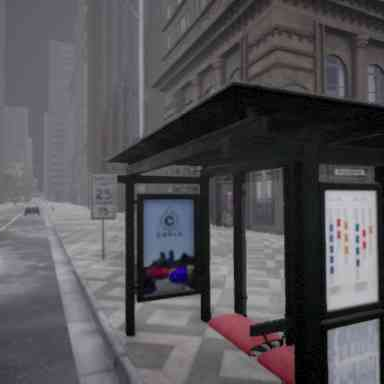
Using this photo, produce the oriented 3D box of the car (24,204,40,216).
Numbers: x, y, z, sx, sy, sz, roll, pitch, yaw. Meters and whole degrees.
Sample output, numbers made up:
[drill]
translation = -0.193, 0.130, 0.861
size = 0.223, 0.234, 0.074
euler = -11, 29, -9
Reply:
[car]
translation = -22.165, 2.420, 46.164
size = 1.882, 1.535, 5.008
euler = 0, -1, -25
